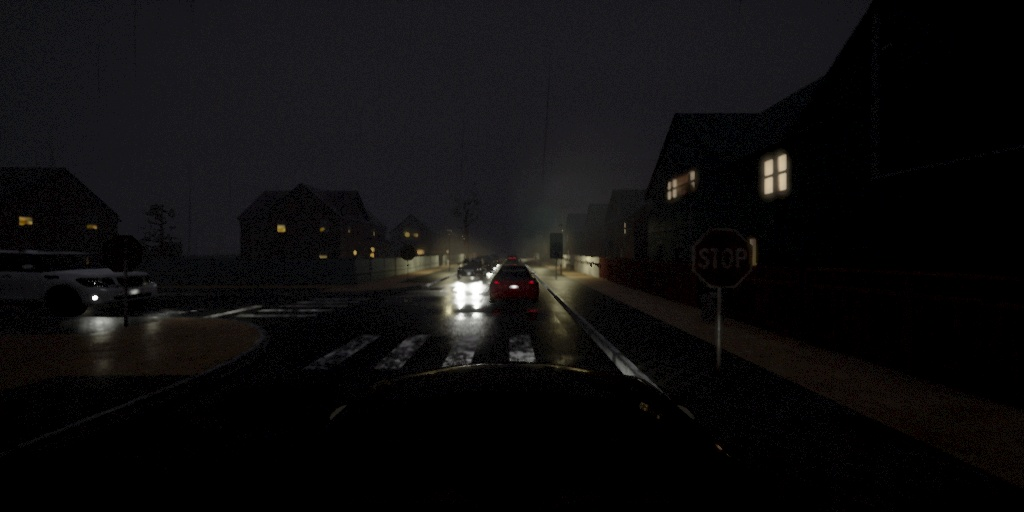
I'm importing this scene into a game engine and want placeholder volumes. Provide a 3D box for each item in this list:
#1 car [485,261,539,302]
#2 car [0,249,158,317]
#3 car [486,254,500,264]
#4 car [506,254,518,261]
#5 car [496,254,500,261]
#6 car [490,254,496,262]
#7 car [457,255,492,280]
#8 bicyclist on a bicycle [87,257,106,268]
[{"bbox_3d":[0.076,1.107,15.545,1.994,1.385,4.181,0,1,0],"label":"car"},{"bbox_3d":[-14.984,0.805,11.591,5.566,2.045,2.150,0,0,-1],"label":"car"},{"bbox_3d":[-2.896,0.451,56.246,1.837,1.490,4.892,0,1,0],"label":"car"},{"bbox_3d":[0.001,0.465,55.271,1.837,1.490,4.892,0,1,0],"label":"car"},{"bbox_3d":[-2.920,0.622,45.887,1.812,1.442,4.674,0,1,0],"label":"car"},{"bbox_3d":[-2.907,0.721,35.826,1.882,1.535,5.008,0,1,0],"label":"car"},{"bbox_3d":[-2.894,0.872,26.509,2.128,1.511,4.902,0,1,0],"label":"car"},{"bbox_3d":[-20.241,0.860,17.404,0.582,1.620,1.656,0,1,-1],"label":"bicyclist on a bicycle"}]
